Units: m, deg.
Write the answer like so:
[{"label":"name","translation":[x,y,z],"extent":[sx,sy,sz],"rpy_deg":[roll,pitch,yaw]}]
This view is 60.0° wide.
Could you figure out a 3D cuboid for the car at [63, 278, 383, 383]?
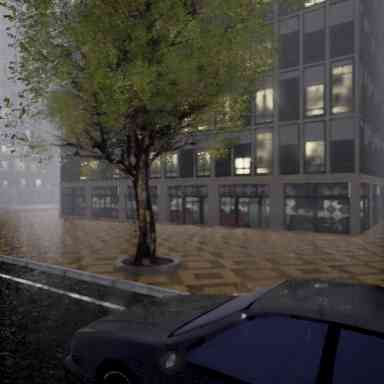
[{"label":"car","translation":[1.189,1.553,2.836],"extent":[5.357,1.411,2.033],"rpy_deg":[-1,0,36]}]
